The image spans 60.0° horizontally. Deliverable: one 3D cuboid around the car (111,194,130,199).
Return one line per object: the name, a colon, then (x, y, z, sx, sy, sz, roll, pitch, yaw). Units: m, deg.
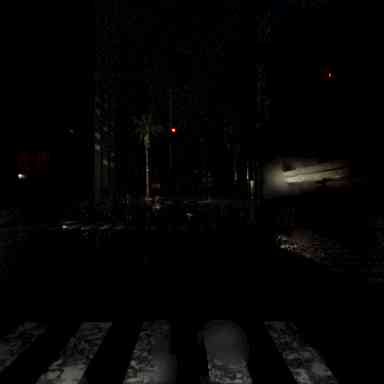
car: (-9.774, 1.342, 46.057, 2.150, 2.045, 5.566, 0, 0, 0)

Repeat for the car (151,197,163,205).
car: (-6.420, 1.680, 61.828, 2.128, 1.511, 4.902, 0, 0, 0)

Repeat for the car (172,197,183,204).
car: (-3.040, 1.787, 69.877, 1.994, 1.385, 4.181, 0, 0, 0)

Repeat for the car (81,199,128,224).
car: (-6.563, 1.530, 25.540, 1.882, 1.535, 5.008, 0, 0, 0)

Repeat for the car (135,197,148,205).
car: (-9.650, 1.771, 63.777, 1.994, 1.385, 4.181, 0, 0, 0)

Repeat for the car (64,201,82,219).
car: (-9.802, 1.542, 29.928, 1.882, 1.535, 5.008, 0, 0, 0)

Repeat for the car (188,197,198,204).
car: (0.210, 1.787, 69.897, 1.994, 1.385, 4.181, 0, 0, 0)

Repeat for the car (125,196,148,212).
car: (-6.534, 1.576, 40.529, 1.882, 1.535, 5.008, 0, 0, 0)
